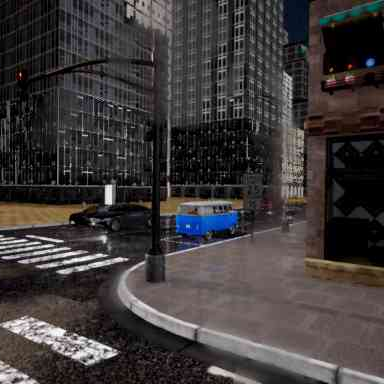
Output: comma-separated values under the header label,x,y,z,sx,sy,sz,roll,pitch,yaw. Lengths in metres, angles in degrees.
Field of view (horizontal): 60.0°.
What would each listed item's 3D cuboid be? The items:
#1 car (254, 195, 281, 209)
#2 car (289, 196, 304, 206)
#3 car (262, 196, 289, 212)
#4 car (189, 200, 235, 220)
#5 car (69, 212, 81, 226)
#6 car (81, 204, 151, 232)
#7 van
label,x,y,z,sx,sy,sz,roll,pitch,yaw
car,10.136,1.293,44.380,1.967,1.590,4.097,1,1,36
car,16.464,1.363,53.250,1.752,1.417,4.829,1,1,36
car,8.978,1.252,38.270,2.097,1.767,4.553,1,1,36
car,1.781,1.485,28.223,1.994,1.385,4.181,1,1,35
car,-5.933,1.467,21.864,1.947,1.339,4.313,1,1,36
car,-3.995,1.466,20.115,1.812,1.442,4.674,1,1,37
van,0.891,1.368,16.993,1.690,1.788,3.998,1,1,36
